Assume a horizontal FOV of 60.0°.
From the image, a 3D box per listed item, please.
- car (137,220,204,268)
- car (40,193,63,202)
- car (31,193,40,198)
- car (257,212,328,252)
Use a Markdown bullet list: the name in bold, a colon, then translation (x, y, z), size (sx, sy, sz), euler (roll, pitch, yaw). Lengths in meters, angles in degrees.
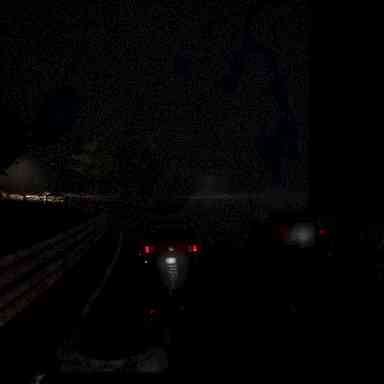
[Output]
- **car**: translation (-0.871, 1.589, 11.352), size (1.895, 1.301, 4.718), euler (0, 0, -8)
- **car**: translation (-25.562, 0.908, 61.377), size (2.097, 1.767, 4.553), euler (-1, 1, -44)
- **car**: translation (-32.564, 0.862, 68.939), size (1.895, 1.301, 4.718), euler (-1, 1, -38)
- **car**: translation (3.933, 1.521, 13.609), size (1.994, 1.385, 4.181), euler (0, 0, 1)
